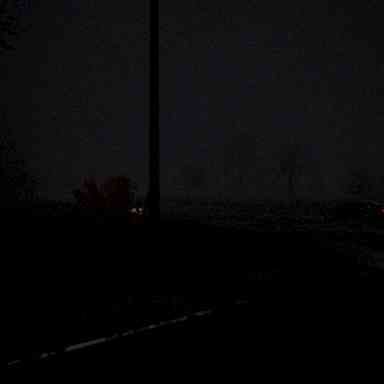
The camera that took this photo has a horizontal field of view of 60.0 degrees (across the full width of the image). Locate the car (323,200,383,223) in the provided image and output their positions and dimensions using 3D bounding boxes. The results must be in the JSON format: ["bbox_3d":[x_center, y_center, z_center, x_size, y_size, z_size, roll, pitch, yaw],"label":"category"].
[{"bbox_3d":[12.061,1.380,24.488,1.837,1.490,4.892,-1,1,-35],"label":"car"}]

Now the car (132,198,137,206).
[{"bbox_3d":[-8.091,1.096,40.914,1.882,1.535,5.008,-1,1,-35],"label":"car"}]
